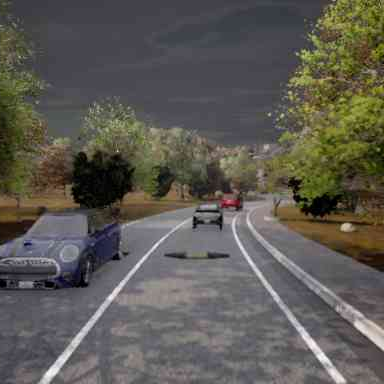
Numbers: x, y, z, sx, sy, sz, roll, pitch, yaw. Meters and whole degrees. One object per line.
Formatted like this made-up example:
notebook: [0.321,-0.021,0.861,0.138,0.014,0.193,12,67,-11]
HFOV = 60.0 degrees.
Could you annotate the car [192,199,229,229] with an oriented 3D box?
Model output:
car: [1.144,1.480,21.630,2.128,1.511,4.902,1,0,6]

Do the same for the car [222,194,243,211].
car: [5.135,1.239,42.073,2.150,2.045,5.566,1,0,15]

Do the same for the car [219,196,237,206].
car: [6.205,1.488,56.694,1.812,1.442,4.674,2,0,22]

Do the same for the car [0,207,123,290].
car: [-3.411,1.303,9.220,2.097,1.767,4.553,0,1,2]
